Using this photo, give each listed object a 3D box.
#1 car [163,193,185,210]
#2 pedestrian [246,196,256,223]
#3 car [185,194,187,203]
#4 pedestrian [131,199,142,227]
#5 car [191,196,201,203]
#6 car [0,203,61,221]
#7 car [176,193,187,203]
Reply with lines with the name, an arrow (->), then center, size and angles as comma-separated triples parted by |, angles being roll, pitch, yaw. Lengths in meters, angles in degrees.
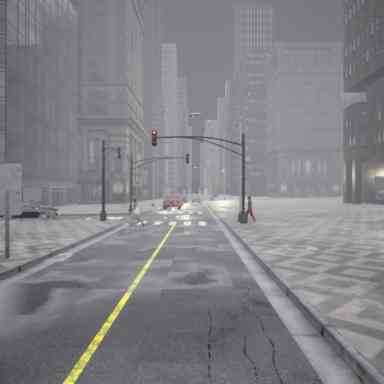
car -> -2.518, 1.232, 44.241 | 2.150, 2.045, 5.566 | 0, 0, 2
pedestrian -> 3.879, 1.147, 22.141 | 0.375, 1.860, 0.375 | 0, 0, 1
car -> -2.391, 1.508, 54.191 | 2.128, 1.511, 4.902 | 0, 0, 1
pedestrian -> -3.612, 1.299, 21.639 | 0.375, 1.860, 0.375 | 0, 0, 1
car -> 0.878, 1.576, 68.042 | 2.033, 1.411, 5.357 | 0, 0, 1
car -> -13.893, 1.690, 28.595 | 4.902, 1.511, 2.128 | -1, 0, 0
car -> -2.124, 1.252, 68.487 | 2.150, 2.045, 5.566 | 0, 0, 1
